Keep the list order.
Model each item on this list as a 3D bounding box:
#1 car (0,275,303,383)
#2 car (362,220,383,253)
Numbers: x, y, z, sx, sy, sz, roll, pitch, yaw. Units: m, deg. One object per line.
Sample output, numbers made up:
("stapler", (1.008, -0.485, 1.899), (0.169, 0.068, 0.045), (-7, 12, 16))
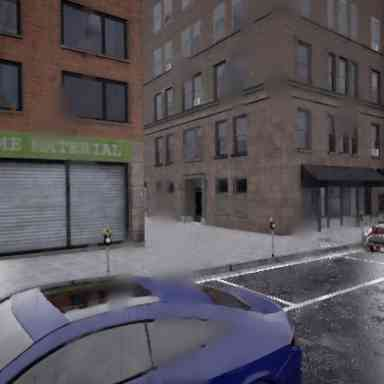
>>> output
("car", (-1.042, 1.525, 2.635), (4.674, 1.442, 1.812), (0, 0, -35))
("car", (8.138, 1.435, 12.410), (4.097, 1.590, 1.967), (0, -1, -35))
